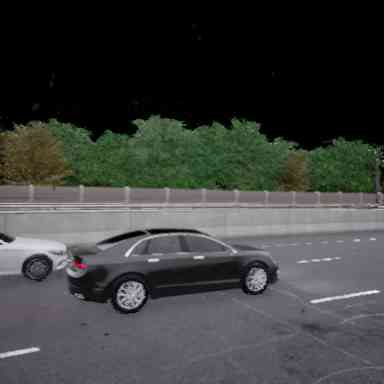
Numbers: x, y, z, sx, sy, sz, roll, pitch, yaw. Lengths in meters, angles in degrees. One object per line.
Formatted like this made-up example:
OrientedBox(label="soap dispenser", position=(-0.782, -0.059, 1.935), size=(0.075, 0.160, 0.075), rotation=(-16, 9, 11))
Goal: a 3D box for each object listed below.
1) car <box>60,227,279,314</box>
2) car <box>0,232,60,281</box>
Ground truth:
OrientedBox(label="car", position=(-0.273, 1.586, 7.632), size=(4.892, 1.490, 1.837), rotation=(1, -2, -25))
OrientedBox(label="car", position=(-5.826, 1.609, 8.860), size=(4.674, 1.442, 1.812), rotation=(1, 0, -25))
